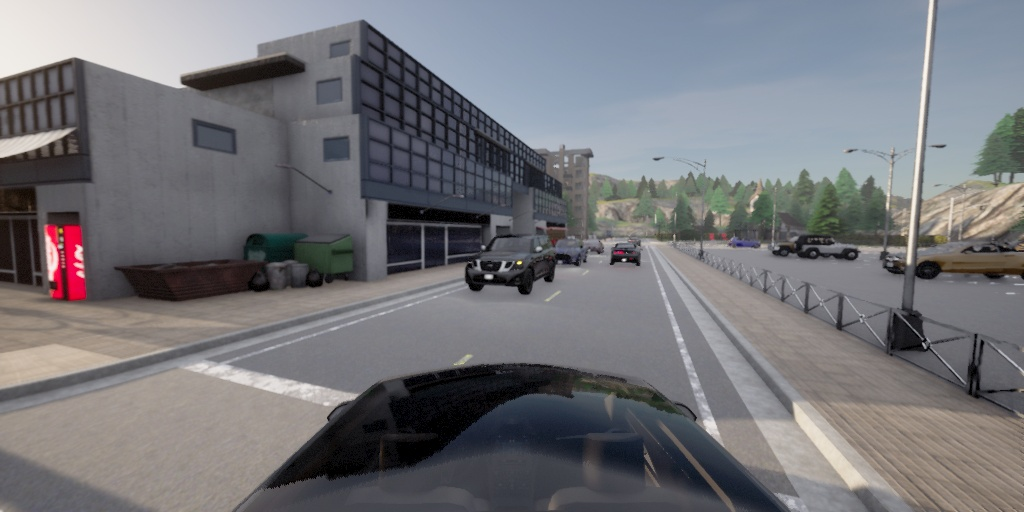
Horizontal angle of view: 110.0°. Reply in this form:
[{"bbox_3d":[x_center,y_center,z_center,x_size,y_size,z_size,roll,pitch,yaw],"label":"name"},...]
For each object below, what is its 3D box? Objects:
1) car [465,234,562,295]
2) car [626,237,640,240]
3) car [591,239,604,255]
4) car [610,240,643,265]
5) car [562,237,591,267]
[{"bbox_3d":[0.197,0.150,14.065,2.150,2.045,5.566,2,4,20],"label":"car"},{"bbox_3d":[17.935,-2.093,52.876,2.128,1.511,4.902,2,4,18],"label":"car"},{"bbox_3d":[7.994,-0.960,35.531,1.812,1.442,4.674,2,4,20],"label":"car"},{"bbox_3d":[7.915,-0.153,24.843,1.837,1.490,4.892,2,4,20],"label":"car"},{"bbox_3d":[3.639,-0.345,23.567,2.097,1.767,4.553,2,4,20],"label":"car"}]
